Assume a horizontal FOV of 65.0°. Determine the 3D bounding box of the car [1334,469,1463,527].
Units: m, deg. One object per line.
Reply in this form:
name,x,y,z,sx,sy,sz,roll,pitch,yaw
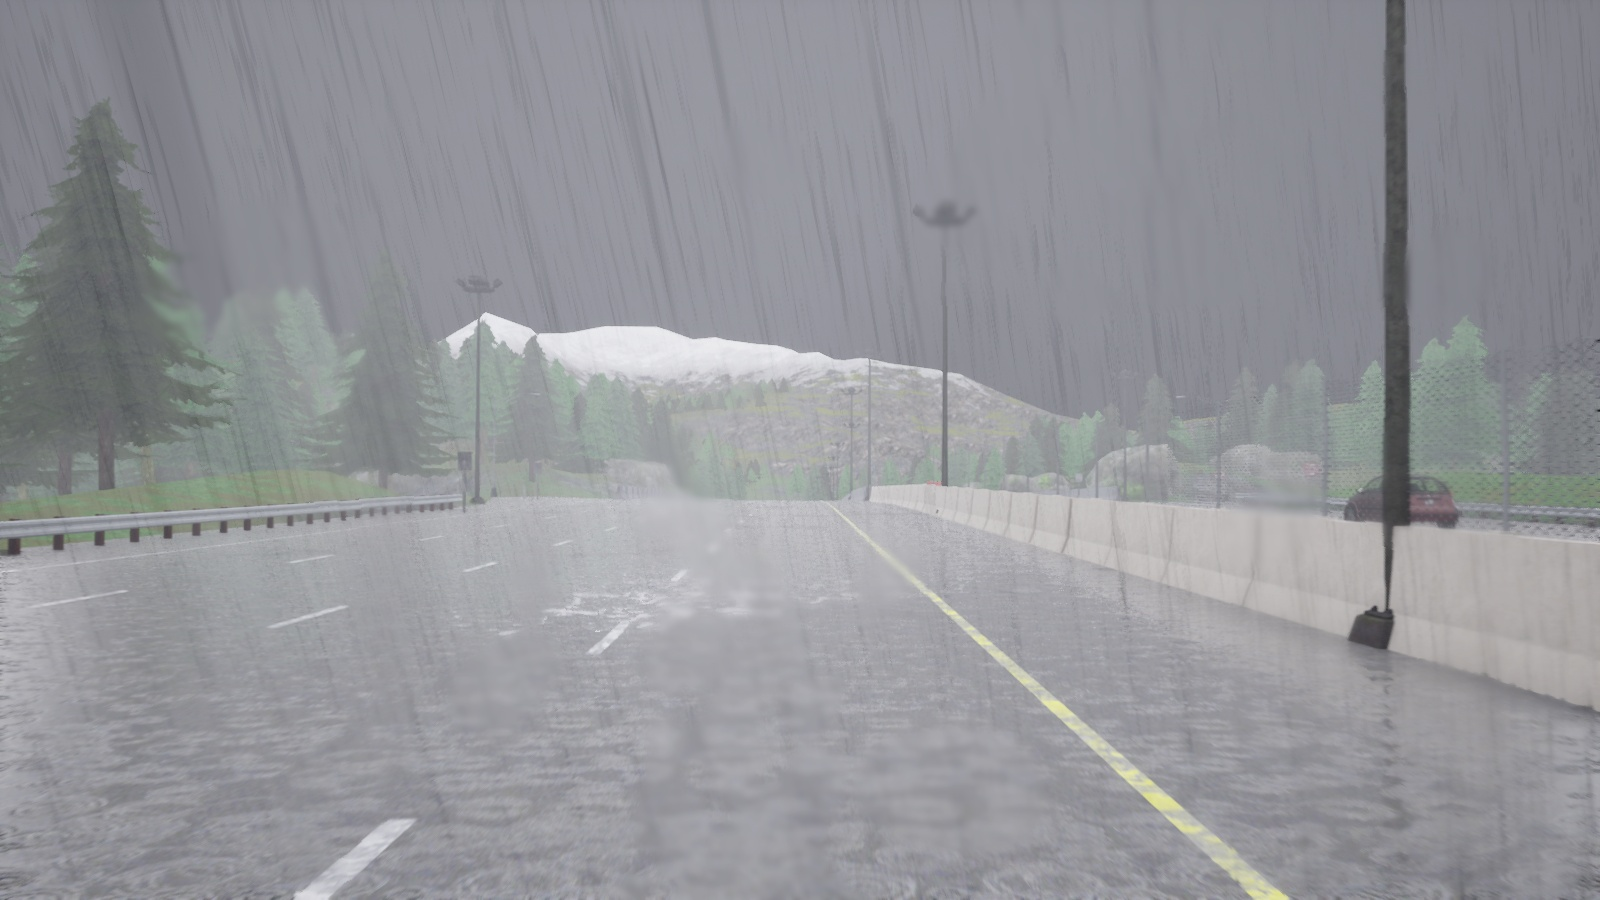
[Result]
car,17.411,1.366,36.741,1.851,1.617,3.988,0,-1,0
